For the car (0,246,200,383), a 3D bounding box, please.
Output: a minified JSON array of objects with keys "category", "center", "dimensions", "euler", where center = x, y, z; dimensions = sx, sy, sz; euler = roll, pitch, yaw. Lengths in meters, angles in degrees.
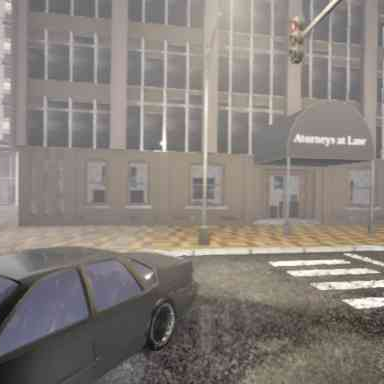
[{"category":"car","center":[-1.799,1.429,3.747],"dimensions":[2.033,1.411,5.357],"euler":[2,2,29]}]
